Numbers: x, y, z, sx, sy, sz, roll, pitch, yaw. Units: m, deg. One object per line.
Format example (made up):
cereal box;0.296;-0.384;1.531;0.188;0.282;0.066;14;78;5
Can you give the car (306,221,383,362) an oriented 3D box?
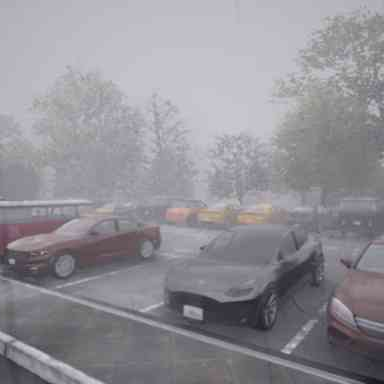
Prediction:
car;3.683;1.502;5.629;2.002;1.452;4.674;0;0;36

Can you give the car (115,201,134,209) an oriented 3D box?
car;-4.350;1.541;27.443;2.231;1.521;4.892;0;0;36

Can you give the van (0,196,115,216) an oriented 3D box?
van;-5.284;1.282;12.182;1.878;1.987;4.442;0;0;36

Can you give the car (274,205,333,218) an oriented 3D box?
car;6.918;1.485;19.386;2.231;1.521;4.892;0;0;36

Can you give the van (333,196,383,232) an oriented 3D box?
van;9.241;1.247;17.875;1.878;1.987;4.442;0;0;36

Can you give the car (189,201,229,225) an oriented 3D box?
car;2.309;1.507;22.683;2.097;1.535;5.008;0;0;36

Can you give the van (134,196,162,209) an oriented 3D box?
van;-2.025;1.303;25.932;1.878;1.987;4.442;0;0;36

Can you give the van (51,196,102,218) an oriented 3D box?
van;-11.134;1.374;32.447;1.878;1.987;4.442;-1;0;36

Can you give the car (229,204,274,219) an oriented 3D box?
car;4.665;1.495;20.998;2.097;1.535;5.008;0;0;36

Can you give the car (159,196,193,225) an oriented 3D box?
car;0.142;1.392;24.200;2.185;1.767;4.553;0;0;36

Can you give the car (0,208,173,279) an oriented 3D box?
car;-3.090;1.496;10.476;2.097;1.535;5.008;0;0;36

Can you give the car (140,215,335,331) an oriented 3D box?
car;1.405;1.503;7.218;2.163;1.488;4.792;0;0;36

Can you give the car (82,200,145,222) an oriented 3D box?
car;-6.705;1.550;28.908;1.946;1.575;5.366;0;0;36
